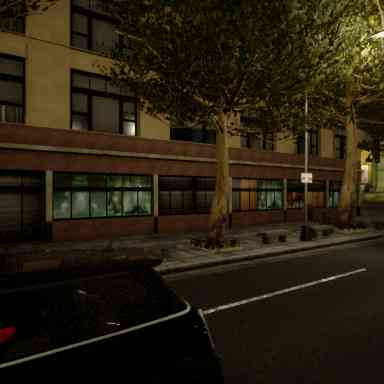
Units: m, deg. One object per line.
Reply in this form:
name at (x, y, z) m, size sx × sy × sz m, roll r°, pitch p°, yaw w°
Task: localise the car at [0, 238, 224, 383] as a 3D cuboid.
car at (-1.982, 1.352, 2.562) m, size 4.553 × 1.767 × 2.097 m, roll 0°, pitch 0°, yaw -36°
